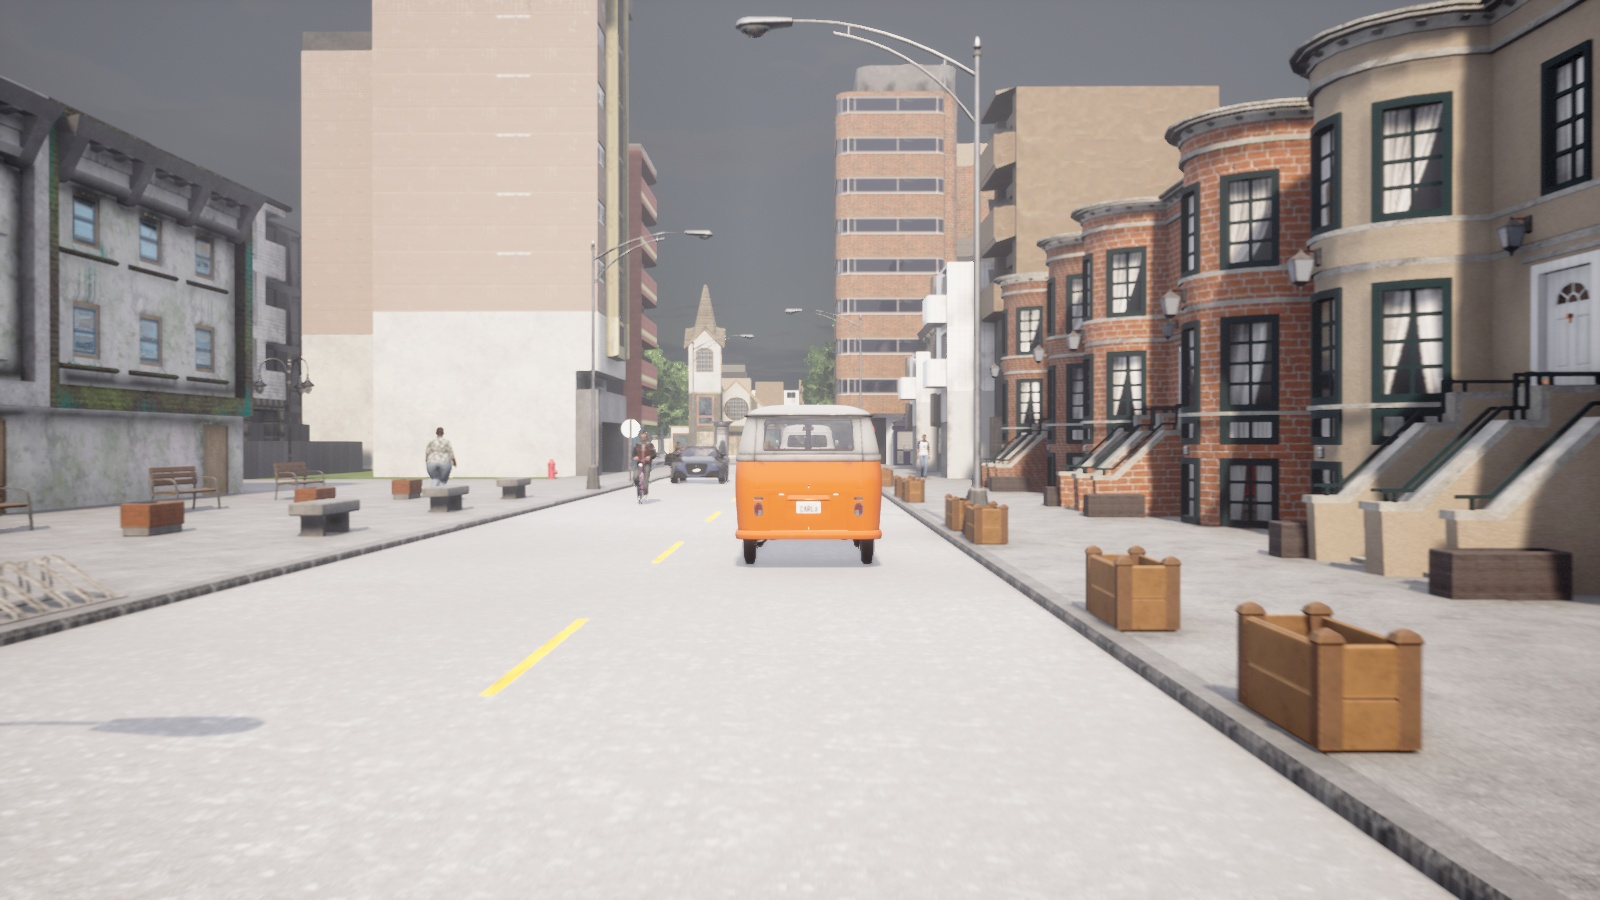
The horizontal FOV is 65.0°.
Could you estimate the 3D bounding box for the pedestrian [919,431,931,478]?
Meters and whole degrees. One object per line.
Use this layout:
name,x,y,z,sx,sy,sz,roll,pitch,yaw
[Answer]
pedestrian,4.954,0.178,49.706,0.354,1.836,0.706,0,0,-4

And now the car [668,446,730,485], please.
car,-3.745,0.541,47.262,1.994,1.385,4.181,0,0,0

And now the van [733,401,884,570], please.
van,0.113,0.404,16.932,1.775,1.987,4.442,0,0,0

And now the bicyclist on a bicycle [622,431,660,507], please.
bicyclist on a bicycle,-3.814,0.444,30.217,0.659,1.776,1.843,0,0,0

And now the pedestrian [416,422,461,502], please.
pedestrian,-8.554,0.282,29.729,0.874,1.855,0.900,0,0,-5
